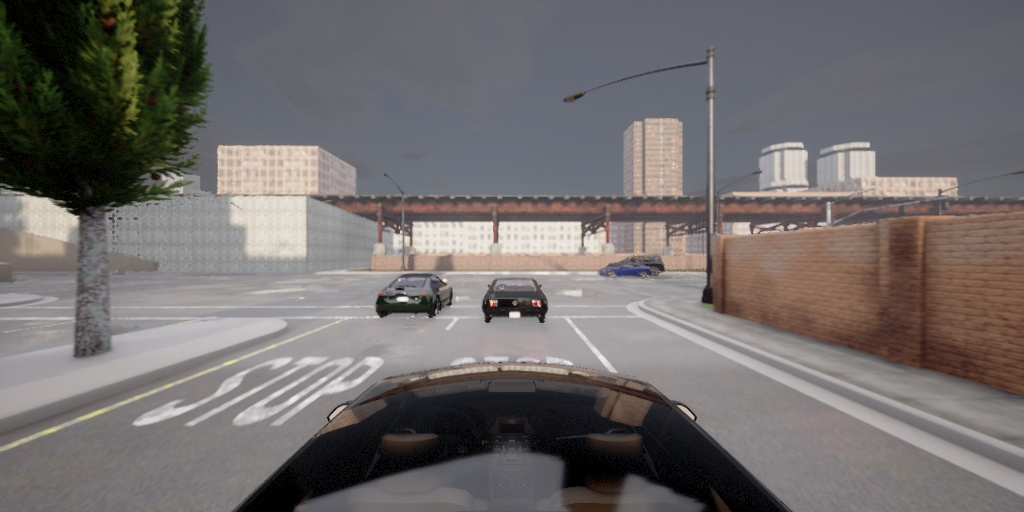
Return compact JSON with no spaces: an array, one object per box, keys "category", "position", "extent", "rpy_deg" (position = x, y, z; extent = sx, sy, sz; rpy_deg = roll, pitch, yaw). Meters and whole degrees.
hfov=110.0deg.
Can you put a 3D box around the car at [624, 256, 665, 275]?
[{"category":"car","position":[12.350,0.987,35.955],"extent":[5.566,2.045,2.150],"rpy_deg":[0,0,1]}]

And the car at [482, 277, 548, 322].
[{"category":"car","position":[0.091,1.356,12.221],"extent":[1.895,1.301,4.718],"rpy_deg":[0,0,0]}]

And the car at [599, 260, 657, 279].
[{"category":"car","position":[10.247,1.290,32.463],"extent":[4.674,1.442,1.812],"rpy_deg":[0,0,0]}]

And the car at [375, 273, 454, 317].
[{"category":"car","position":[-3.402,1.319,13.205],"extent":[1.994,1.385,4.181],"rpy_deg":[0,0,0]}]
